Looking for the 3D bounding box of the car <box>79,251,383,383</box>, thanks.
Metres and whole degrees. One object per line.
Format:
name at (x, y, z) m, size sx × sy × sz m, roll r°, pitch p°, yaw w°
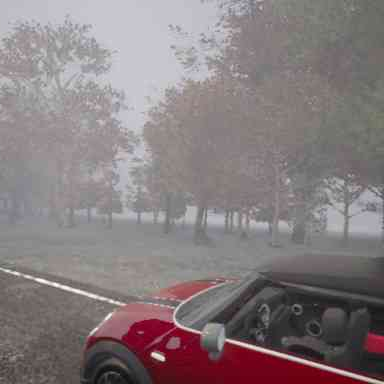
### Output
car at (1.070, 1.348, 2.933) m, size 4.553 × 1.767 × 2.097 m, roll 0°, pitch 0°, yaw 36°
